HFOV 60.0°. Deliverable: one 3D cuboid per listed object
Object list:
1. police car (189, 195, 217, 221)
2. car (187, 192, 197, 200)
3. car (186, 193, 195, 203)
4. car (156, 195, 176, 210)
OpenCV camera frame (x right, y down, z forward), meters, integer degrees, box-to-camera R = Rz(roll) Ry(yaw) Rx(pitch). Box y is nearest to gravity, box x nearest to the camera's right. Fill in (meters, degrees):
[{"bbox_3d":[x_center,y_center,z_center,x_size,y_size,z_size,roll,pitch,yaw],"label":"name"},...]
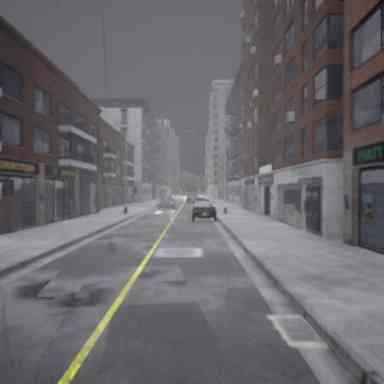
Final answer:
[{"bbox_3d":[0.900,1.341,26.021,1.930,1.638,5.238,0,0,0],"label":"police car"},{"bbox_3d":[0.001,0.943,76.389,2.097,1.767,4.553,0,0,0],"label":"car"},{"bbox_3d":[0.000,1.133,61.389,2.097,1.767,4.553,0,0,0],"label":"car"},{"bbox_3d":[-3.084,1.217,40.024,2.097,1.767,4.553,0,0,0],"label":"car"}]
